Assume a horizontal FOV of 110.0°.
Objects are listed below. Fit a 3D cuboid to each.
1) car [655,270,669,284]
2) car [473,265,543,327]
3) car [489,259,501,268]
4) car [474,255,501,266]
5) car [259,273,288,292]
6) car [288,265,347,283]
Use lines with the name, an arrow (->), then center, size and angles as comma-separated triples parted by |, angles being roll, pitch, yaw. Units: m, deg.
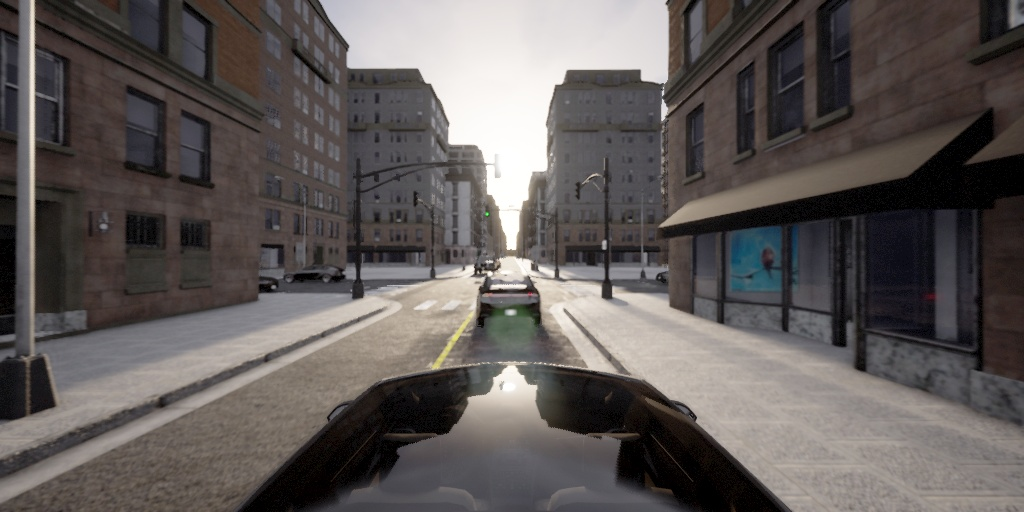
car -> 12.041, 1.291, 24.414 | 4.181, 1.385, 1.994 | 0, 0, 0
car -> -0.191, 1.230, 11.603 | 2.128, 1.511, 4.902 | 0, 0, -4
car -> -2.795, 1.240, 59.818 | 1.895, 1.301, 4.718 | 0, 0, 0
car -> -2.816, 0.907, 39.558 | 2.150, 2.045, 5.566 | 0, 0, 3
car -> -14.766, 1.272, 18.952 | 4.313, 1.339, 1.948 | 0, 0, 0
car -> -14.759, 1.305, 26.979 | 4.313, 1.339, 1.948 | 0, 0, 0
